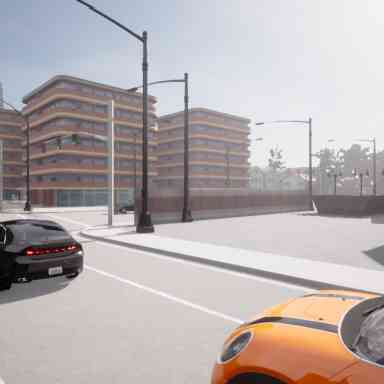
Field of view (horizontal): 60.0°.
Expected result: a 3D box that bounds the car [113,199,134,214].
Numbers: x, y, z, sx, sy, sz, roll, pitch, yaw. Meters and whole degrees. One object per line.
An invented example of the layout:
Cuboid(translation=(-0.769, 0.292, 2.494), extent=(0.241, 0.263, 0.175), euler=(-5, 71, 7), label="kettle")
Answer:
Cuboid(translation=(-6.322, 1.491, 34.976), extent=(4.902, 1.511, 2.128), euler=(0, 0, -44), label="car")

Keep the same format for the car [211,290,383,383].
Cuboid(translation=(2.319, 1.352, 2.301), extent=(4.553, 1.767, 2.097), euler=(0, 0, 40), label="car")

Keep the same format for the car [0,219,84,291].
Cuboid(translation=(-4.699, 1.505, 9.166), extent=(1.837, 1.490, 4.892), euler=(0, 0, -43), label="car")
